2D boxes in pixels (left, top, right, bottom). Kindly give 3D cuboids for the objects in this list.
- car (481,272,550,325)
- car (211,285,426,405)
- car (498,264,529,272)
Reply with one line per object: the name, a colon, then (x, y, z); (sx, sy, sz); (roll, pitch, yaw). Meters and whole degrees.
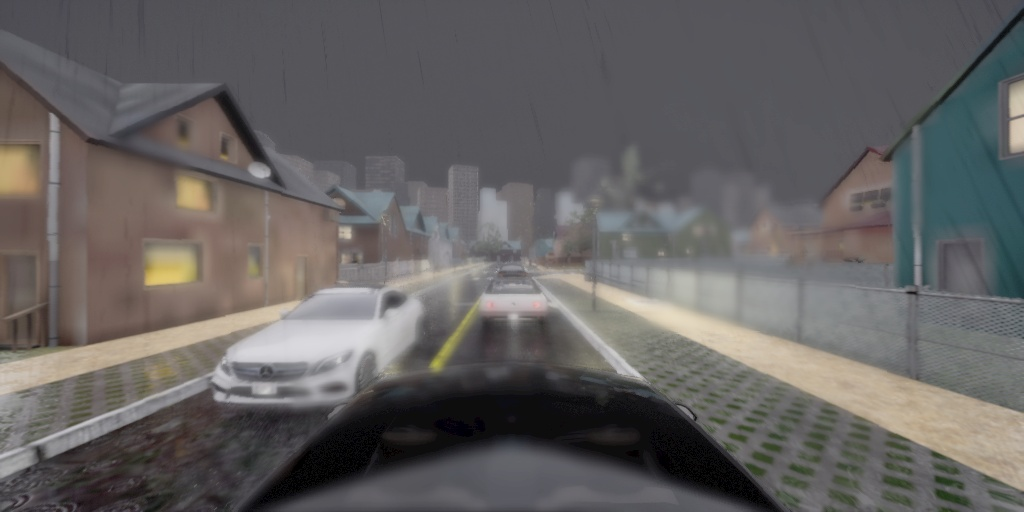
car: (0.087, 1.376, 11.853); (1.895, 1.301, 4.718); (0, 0, 0)
car: (-2.851, 1.287, 6.474); (1.812, 1.442, 4.674); (0, 0, 0)
car: (0.072, 1.282, 23.333); (1.882, 1.535, 5.008); (0, 0, 0)
